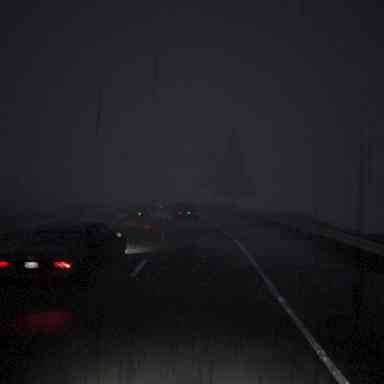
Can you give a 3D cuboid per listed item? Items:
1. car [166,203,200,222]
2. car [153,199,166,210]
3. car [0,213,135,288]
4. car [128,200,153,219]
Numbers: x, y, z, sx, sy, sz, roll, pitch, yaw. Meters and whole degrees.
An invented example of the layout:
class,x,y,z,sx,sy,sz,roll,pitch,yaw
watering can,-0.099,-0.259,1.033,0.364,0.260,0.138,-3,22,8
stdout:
class,x,y,z,sx,sy,sz,roll,pitch,yaw
car,-0.600,1.539,26.191,2.033,1.411,5.357,0,0,-8
car,-4.505,1.584,42.373,1.895,1.301,4.718,0,0,-19
car,-3.222,1.542,9.298,2.033,1.411,5.357,0,0,1
car,-4.599,1.513,28.984,1.812,1.442,4.674,0,0,-10
